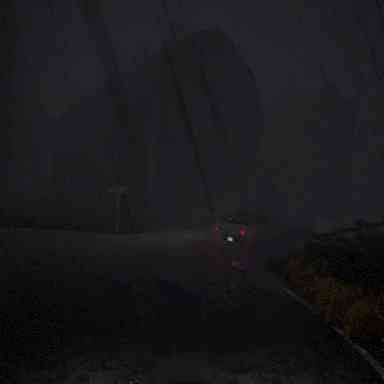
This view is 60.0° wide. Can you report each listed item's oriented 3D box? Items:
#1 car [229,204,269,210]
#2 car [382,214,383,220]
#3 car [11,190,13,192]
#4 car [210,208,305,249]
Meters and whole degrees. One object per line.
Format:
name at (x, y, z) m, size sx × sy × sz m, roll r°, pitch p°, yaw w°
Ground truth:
car at (3.173, 1.474, 19.198) m, size 4.902 × 1.511 × 2.128 m, roll 1°, pitch 0°, yaw -42°
car at (16.775, 1.860, 26.353) m, size 4.181 × 1.385 × 1.994 m, roll 1°, pitch 0°, yaw -42°
car at (-32.267, 0.280, 58.139) m, size 1.994 × 1.381 × 4.181 m, roll 1°, pitch 0°, yaw -39°
car at (3.144, 1.605, 14.726) m, size 4.718 × 1.301 × 1.895 m, roll 1°, pitch 0°, yaw -44°
